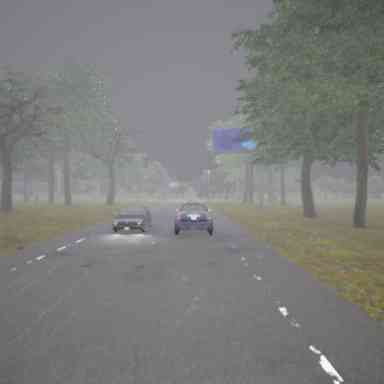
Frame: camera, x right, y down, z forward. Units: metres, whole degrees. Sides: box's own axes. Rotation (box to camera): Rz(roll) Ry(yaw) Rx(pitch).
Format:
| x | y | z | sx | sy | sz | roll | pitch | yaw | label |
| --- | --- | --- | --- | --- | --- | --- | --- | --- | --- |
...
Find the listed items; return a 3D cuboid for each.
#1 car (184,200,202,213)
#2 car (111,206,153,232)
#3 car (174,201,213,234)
| x | y | z | sx | sy | sz | roll | pitch | yaw | label |
| --- | --- | --- | --- | --- | --- | --- | --- | --- | --- |
| 0.083 | 1.682 | 39.096 | 1.994 | 1.385 | 4.181 | 0 | 0 | 0 | car |
| -3.506 | 1.598 | 20.560 | 2.033 | 1.411 | 5.357 | 0 | 0 | 0 | car |
| 0.090 | 1.400 | 19.632 | 2.097 | 1.767 | 4.553 | 0 | 0 | 0 | car |
